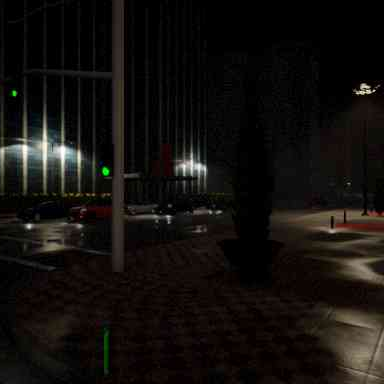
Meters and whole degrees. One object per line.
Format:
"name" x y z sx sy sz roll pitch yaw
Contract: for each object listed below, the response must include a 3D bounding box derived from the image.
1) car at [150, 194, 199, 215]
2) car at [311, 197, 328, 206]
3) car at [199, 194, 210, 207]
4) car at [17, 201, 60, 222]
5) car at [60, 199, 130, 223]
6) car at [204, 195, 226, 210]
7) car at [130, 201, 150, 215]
"car" -1.731 1.352 34.126 2.097 1.767 4.553 0 0 35
"car" 20.488 1.505 53.430 1.837 1.490 4.892 0 0 35
"car" 0.539 1.221 43.485 2.150 2.045 5.566 0 0 35
"car" -11.255 1.478 26.586 1.882 1.535 5.008 0 0 35
"car" -7.420 1.352 25.965 2.097 1.767 4.553 0 0 35
"car" 4.109 1.492 42.483 2.128 1.511 4.902 0 0 35
"car" -5.593 1.601 34.712 1.895 1.301 4.718 0 0 35
